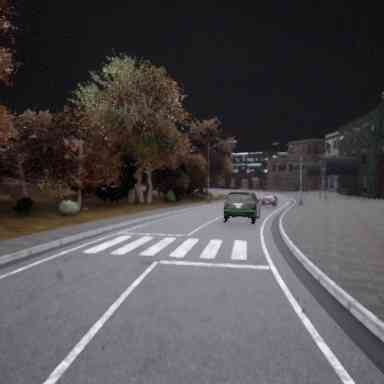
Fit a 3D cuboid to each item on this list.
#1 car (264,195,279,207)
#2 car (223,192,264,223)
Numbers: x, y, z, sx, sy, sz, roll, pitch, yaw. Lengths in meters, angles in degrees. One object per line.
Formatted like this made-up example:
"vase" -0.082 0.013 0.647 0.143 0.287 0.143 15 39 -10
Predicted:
"car" 9.649 1.038 41.354 1.812 1.442 4.674 2 2 20
"car" 3.679 1.014 23.932 2.150 2.045 5.566 1 1 15
